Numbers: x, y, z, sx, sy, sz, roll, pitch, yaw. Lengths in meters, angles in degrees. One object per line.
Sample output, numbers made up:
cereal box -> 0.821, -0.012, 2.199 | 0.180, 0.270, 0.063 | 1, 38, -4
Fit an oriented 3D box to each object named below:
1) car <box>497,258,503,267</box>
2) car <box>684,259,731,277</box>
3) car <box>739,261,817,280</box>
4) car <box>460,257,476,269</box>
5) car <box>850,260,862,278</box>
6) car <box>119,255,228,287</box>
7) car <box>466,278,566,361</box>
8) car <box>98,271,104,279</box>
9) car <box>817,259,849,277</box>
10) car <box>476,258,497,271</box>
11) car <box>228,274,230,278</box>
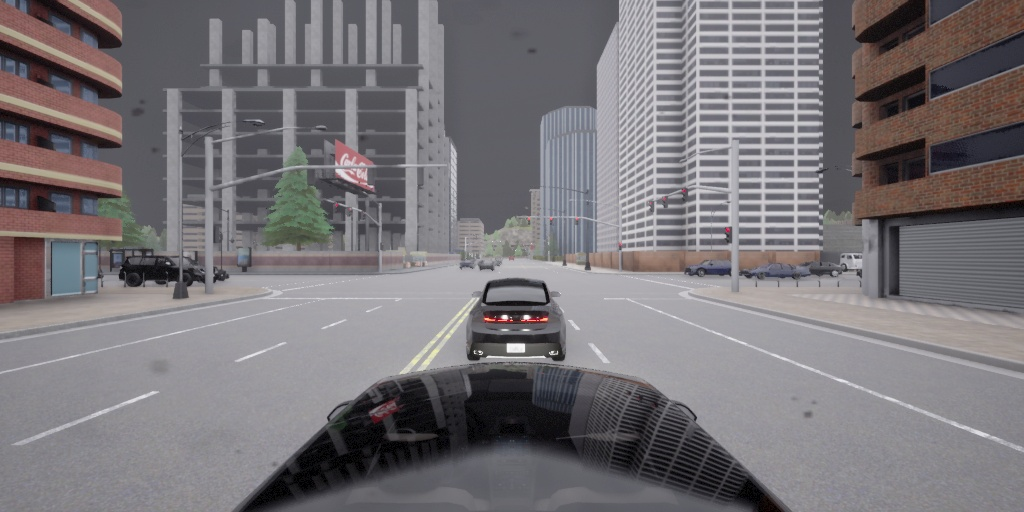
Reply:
car -> -3.232, 1.242, 65.206 | 2.128, 1.511, 4.902 | 0, 0, 1
car -> 19.222, 1.102, 34.728 | 4.553, 1.767, 2.097 | 0, 0, 0
car -> 22.812, 1.297, 31.229 | 5.357, 1.411, 2.033 | 0, 0, 0
car -> -6.818, 1.297, 55.100 | 2.033, 1.411, 5.357 | 0, 0, 0
car -> 32.724, 1.314, 31.217 | 4.181, 1.385, 1.994 | 0, 0, 0
car -> -22.808, 0.972, 24.015 | 5.566, 2.045, 2.150 | 0, 0, 0
car -> 0.095, 1.255, 8.268 | 1.837, 1.490, 4.892 | 0, 0, 1
car -> -34.871, 1.297, 27.514 | 5.357, 1.411, 2.033 | 0, 0, 0
car -> 29.072, 1.255, 34.721 | 4.892, 1.490, 1.837 | 0, 0, 0
car -> -3.361, 1.228, 48.118 | 1.882, 1.535, 5.008 | 0, 0, 0
car -> -24.285, 1.314, 27.515 | 4.181, 1.385, 1.994 | 0, 0, 0
